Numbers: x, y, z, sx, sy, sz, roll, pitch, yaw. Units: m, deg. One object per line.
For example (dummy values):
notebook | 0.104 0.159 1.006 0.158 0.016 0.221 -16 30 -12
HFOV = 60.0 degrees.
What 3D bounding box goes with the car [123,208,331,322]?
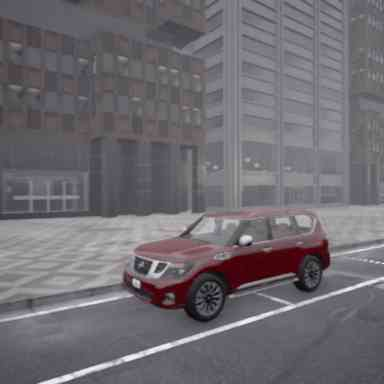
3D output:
car | 1.053 1.319 7.425 5.009 1.841 2.192 0 0 -36
